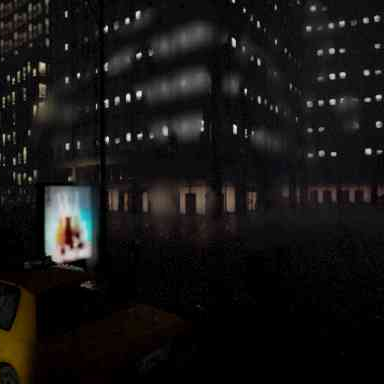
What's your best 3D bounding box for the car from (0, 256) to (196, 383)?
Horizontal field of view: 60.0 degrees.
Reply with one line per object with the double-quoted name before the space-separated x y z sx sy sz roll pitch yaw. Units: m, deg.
"car" -2.239 1.552 4.479 4.829 1.417 1.752 0 -1 35
